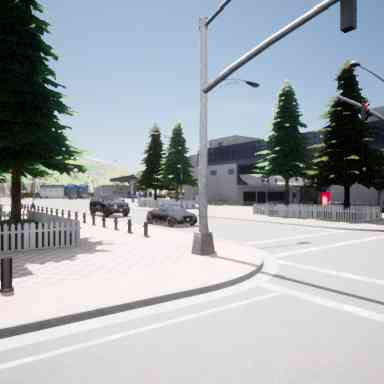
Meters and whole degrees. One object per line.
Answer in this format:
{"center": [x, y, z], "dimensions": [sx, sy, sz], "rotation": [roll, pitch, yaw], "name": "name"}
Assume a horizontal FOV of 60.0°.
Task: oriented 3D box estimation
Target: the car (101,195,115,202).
{"center": [-18.931, 1.387, 75.022], "dimensions": [1.845, 1.501, 3.633], "rotation": [0, 0, -37], "name": "car"}

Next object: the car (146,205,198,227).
{"center": [-1.450, 1.578, 22.849], "dimensions": [1.994, 1.385, 4.181], "rotation": [0, 0, -37], "name": "car"}

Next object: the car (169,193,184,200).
{"center": [-3.922, 1.109, 85.982], "dimensions": [1.932, 1.855, 4.605], "rotation": [0, 0, -37], "name": "car"}

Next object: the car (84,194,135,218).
{"center": [-7.886, 1.236, 31.366], "dimensions": [2.150, 2.045, 5.566], "rotation": [0, 0, -37], "name": "car"}

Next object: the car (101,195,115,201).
{"center": [-20.958, 1.397, 82.757], "dimensions": [1.970, 1.475, 3.806], "rotation": [0, 0, -37], "name": "car"}

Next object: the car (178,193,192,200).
{"center": [-1.834, 1.088, 88.044], "dimensions": [1.905, 1.878, 3.866], "rotation": [0, 0, -37], "name": "car"}
